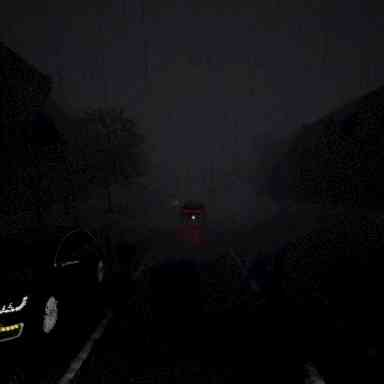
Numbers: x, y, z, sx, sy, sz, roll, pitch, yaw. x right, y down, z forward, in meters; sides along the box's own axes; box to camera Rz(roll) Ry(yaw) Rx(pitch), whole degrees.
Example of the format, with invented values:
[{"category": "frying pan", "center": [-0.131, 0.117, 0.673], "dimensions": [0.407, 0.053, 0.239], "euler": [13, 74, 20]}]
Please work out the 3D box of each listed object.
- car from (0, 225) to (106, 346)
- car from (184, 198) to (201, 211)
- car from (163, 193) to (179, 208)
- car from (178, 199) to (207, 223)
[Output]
[{"category": "car", "center": [-3.100, 1.500, 6.638], "dimensions": [1.837, 1.490, 4.892], "euler": [0, 0, 0]}, {"category": "car", "center": [0.099, 1.571, 42.796], "dimensions": [2.033, 1.411, 5.357], "euler": [0, 0, 0]}, {"category": "car", "center": [-3.071, 1.220, 50.001], "dimensions": [2.150, 2.045, 5.566], "euler": [0, 0, 0]}, {"category": "car", "center": [0.099, 1.526, 25.533], "dimensions": [1.837, 1.490, 4.892], "euler": [0, 0, 0]}]
